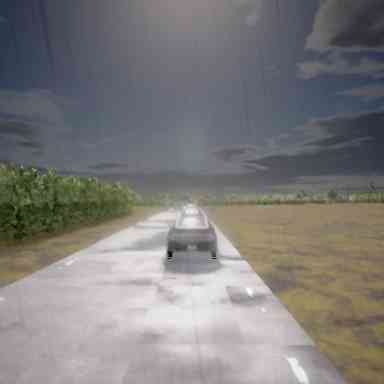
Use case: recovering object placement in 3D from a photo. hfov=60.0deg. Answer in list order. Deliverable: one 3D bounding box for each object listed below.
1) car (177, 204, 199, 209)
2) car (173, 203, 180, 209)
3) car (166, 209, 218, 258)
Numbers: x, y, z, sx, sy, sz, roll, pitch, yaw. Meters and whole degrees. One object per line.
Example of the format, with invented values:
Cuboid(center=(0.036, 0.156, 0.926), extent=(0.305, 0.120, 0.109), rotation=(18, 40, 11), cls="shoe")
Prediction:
Cuboid(center=(0.008, 2.017, 28.491), extent=(1.994, 1.385, 4.181), rotation=(0, -1, 0), cls="car")
Cuboid(center=(-2.782, 2.881, 65.043), extent=(1.895, 1.301, 4.718), rotation=(0, -2, 0), cls="car")
Cuboid(center=(0.014, 1.684, 13.542), extent=(2.128, 1.511, 4.902), rotation=(0, -1, 0), cls="car")
